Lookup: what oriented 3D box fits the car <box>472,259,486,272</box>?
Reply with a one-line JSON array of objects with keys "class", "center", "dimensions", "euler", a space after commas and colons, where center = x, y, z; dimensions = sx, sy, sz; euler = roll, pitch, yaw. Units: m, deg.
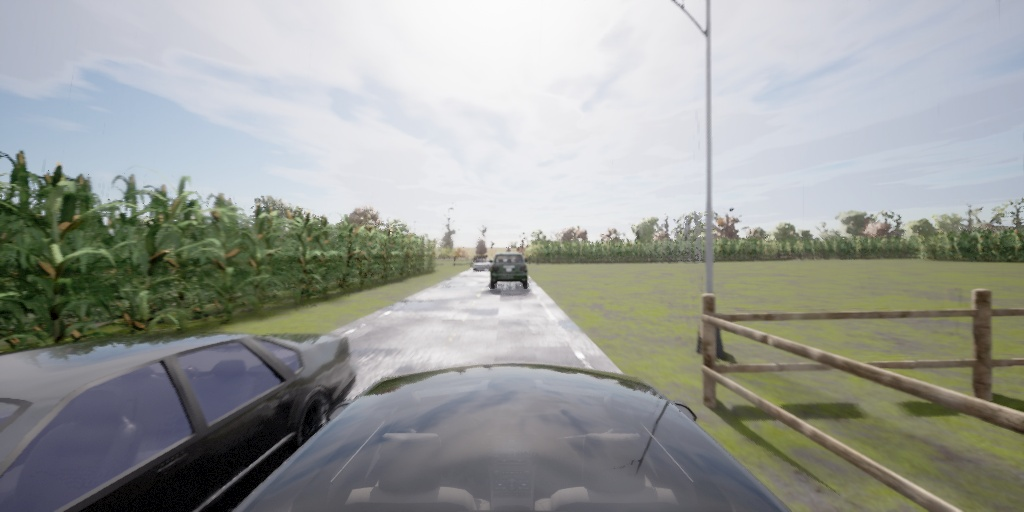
[{"class": "car", "center": [-3.286, 1.030, 39.812], "dimensions": [1.895, 1.301, 4.718], "euler": [-1, 1, -1]}]

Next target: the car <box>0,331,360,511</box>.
[{"class": "car", "center": [-2.835, 1.319, 2.210], "dimensions": [2.033, 1.411, 5.357], "euler": [-1, 0, 0]}]

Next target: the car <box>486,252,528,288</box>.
[{"class": "car", "center": [-0.193, 0.795, 21.990], "dimensions": [2.150, 2.045, 5.566], "euler": [-1, 1, -1]}]
